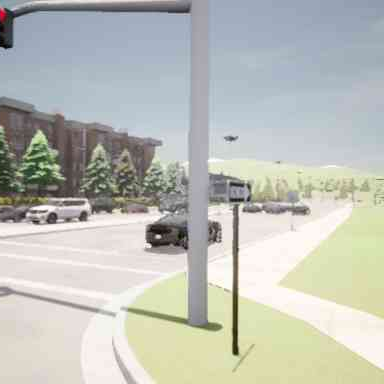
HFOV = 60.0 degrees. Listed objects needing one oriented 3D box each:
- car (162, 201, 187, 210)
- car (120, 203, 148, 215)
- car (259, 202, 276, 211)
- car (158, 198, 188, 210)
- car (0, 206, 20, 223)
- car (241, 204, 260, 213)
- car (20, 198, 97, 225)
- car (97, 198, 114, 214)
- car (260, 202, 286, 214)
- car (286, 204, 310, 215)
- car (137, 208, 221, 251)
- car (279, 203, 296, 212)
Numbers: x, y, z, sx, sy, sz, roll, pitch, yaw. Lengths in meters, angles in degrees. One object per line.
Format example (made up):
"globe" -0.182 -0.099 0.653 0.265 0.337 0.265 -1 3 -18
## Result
"car" -3.025 2.363 58.836 2.128 1.511 4.902 0 -1 27
"car" -7.374 2.149 42.702 1.994 1.385 4.181 0 -1 27
"car" 13.195 2.525 57.644 1.812 1.442 4.674 0 -1 27
"car" -2.351 1.885 44.860 2.150 2.045 5.566 0 -1 27
"car" -14.336 1.840 28.977 1.812 1.442 4.674 0 -1 27
"car" 8.724 2.387 48.706 1.994 1.385 4.181 0 -1 27
"car" -10.960 1.551 27.896 2.150 2.045 5.566 0 -1 27
"car" -12.056 1.741 41.210 2.150 2.045 5.566 0 -1 27
"car" 11.754 2.372 46.951 2.033 1.411 5.357 0 -1 28
"car" 14.619 2.311 44.867 2.128 1.511 4.902 0 -1 27
"car" -0.235 1.719 15.672 1.882 1.535 5.008 0 -1 28
"car" 16.043 2.594 55.521 1.895 1.301 4.718 0 -1 27
